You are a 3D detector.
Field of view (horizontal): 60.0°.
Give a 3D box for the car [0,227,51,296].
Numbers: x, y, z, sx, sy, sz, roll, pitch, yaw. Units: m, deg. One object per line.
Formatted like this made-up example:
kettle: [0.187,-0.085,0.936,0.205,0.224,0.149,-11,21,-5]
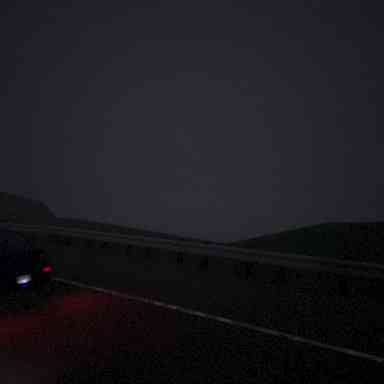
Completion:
car: [-5.141,1.488,7.571,4.674,1.442,1.812,0,0,33]
